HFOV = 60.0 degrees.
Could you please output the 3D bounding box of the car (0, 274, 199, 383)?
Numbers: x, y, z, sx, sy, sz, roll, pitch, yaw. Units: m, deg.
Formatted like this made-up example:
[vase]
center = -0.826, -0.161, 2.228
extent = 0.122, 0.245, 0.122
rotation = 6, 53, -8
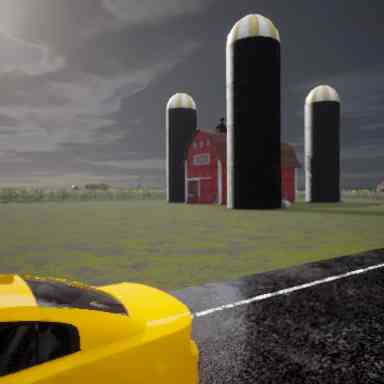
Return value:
[car]
center = -2.269, 1.479, 2.361
extent = 5.008, 1.535, 1.882
rotation = 0, 0, -36
